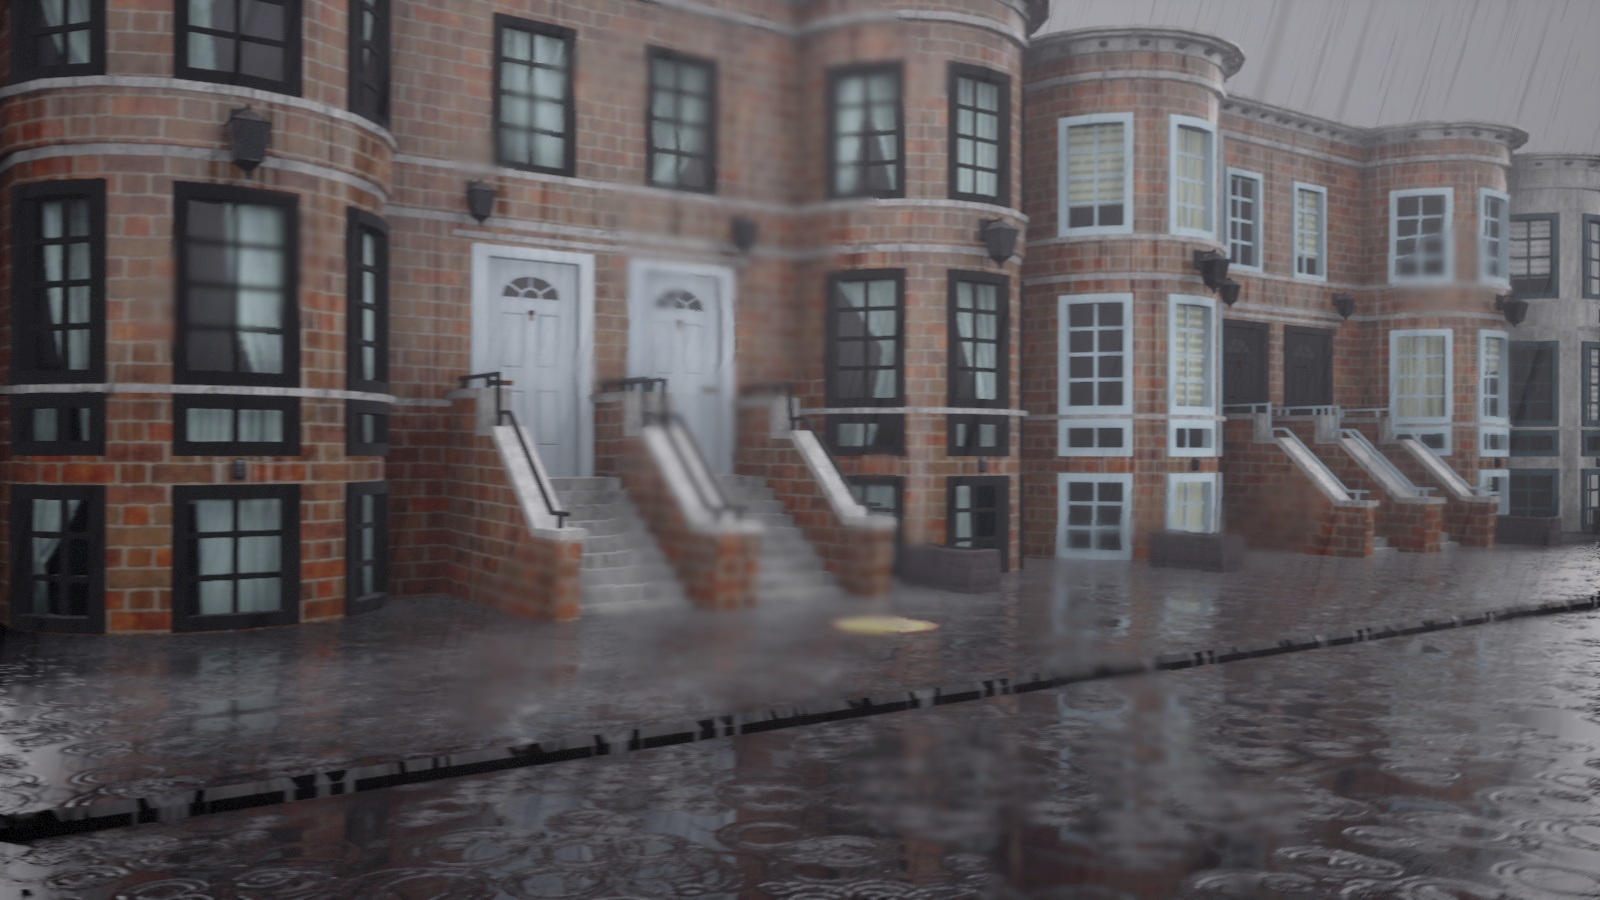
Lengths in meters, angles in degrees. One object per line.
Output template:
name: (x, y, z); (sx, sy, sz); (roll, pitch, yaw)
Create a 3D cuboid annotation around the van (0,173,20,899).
van: (-3.712, 0.509, 1.686); (4.442, 1.987, 1.775); (0, 0, -35)
